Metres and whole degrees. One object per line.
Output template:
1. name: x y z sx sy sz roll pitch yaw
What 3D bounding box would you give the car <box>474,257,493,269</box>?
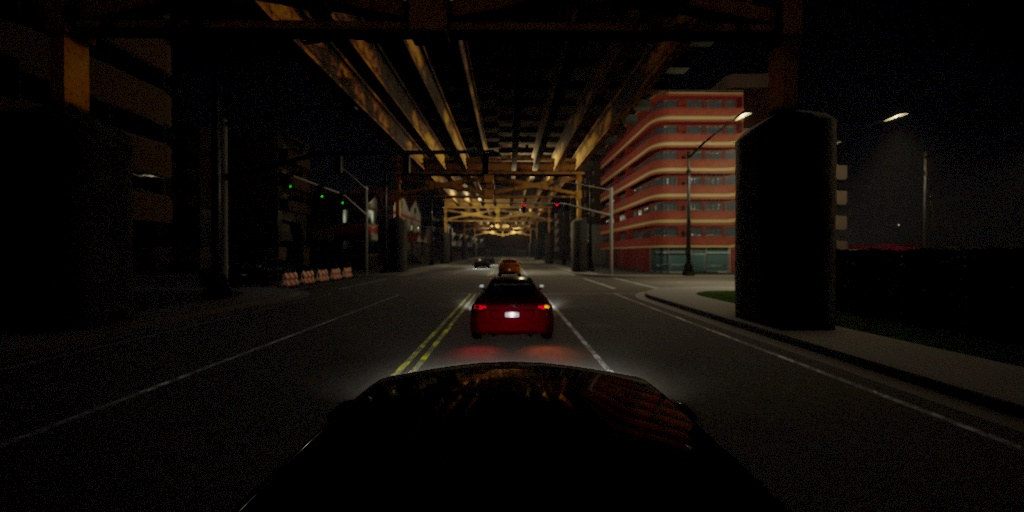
1. car: -4.069 0.968 48.846 1.994 1.385 4.181 0 0 0

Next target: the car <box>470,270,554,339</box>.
1. car: -0.007 1.253 9.923 1.994 1.385 4.181 0 0 0

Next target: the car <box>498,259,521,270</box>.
1. car: -0.230 0.997 33.167 1.882 1.535 5.008 0 0 -1
